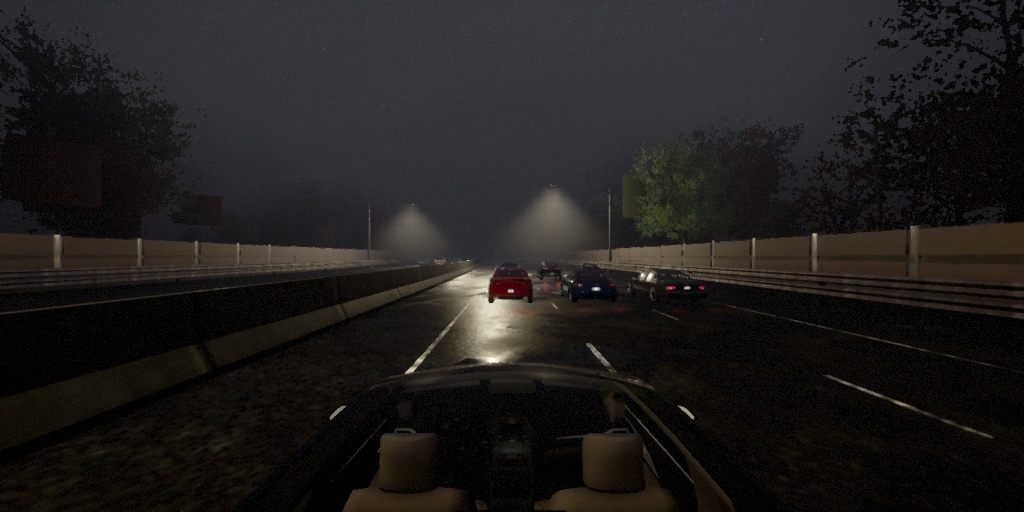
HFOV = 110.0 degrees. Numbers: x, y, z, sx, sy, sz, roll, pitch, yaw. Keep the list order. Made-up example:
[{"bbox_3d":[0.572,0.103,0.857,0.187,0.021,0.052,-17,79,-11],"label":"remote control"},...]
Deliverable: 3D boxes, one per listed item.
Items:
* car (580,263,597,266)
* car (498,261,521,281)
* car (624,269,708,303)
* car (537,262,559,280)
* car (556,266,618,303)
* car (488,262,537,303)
[{"bbox_3d":[6.745,1.334,31.851,1.994,1.385,4.181,0,0,-1],"label":"car"},{"bbox_3d":[-0.254,1.244,31.734,1.882,1.535,5.008,0,0,-1],"label":"car"},{"bbox_3d":[6.936,1.318,16.748,2.033,1.411,5.357,0,0,0],"label":"car"},{"bbox_3d":[3.246,1.255,31.793,2.128,1.511,4.902,0,0,-1],"label":"car"},{"bbox_3d":[3.436,1.327,16.718,1.994,1.385,4.181,0,0,0],"label":"car"},{"bbox_3d":[-0.064,1.239,16.689,1.882,1.535,5.008,0,0,0],"label":"car"}]
